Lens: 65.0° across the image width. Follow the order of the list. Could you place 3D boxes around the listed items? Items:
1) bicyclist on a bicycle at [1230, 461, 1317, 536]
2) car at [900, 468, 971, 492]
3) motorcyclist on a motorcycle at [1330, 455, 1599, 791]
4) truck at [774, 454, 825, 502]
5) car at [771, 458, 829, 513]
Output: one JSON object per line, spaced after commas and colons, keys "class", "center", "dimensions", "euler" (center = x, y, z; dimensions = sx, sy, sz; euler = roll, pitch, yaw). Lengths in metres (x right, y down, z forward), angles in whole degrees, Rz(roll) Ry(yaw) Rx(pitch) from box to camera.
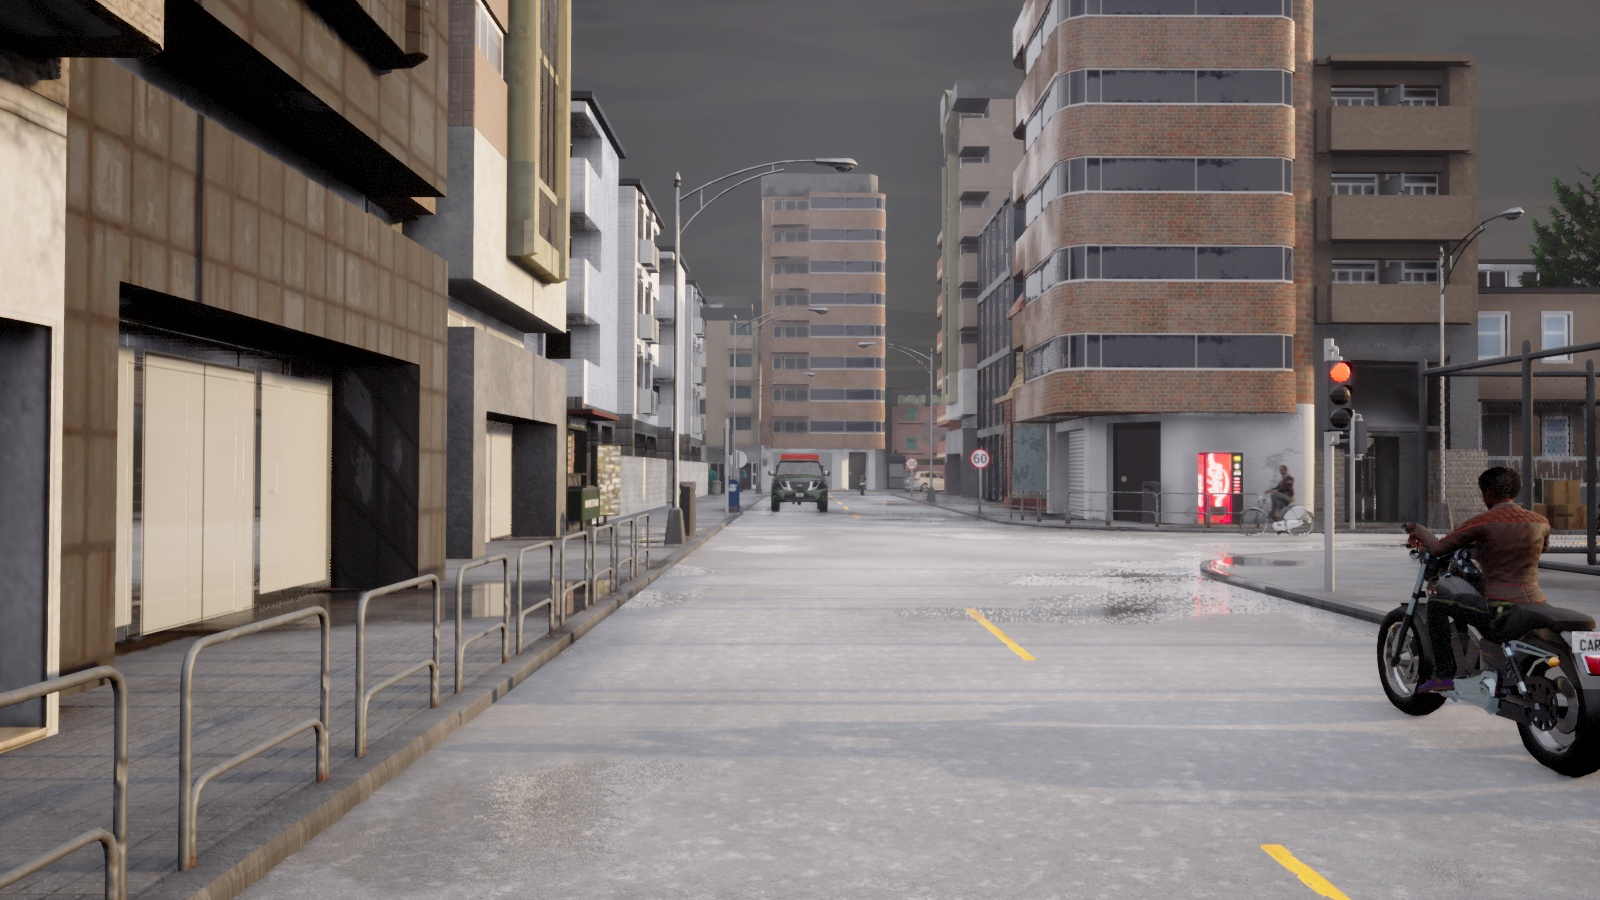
{"class": "bicyclist on a bicycle", "center": [11.362, 1.145, 30.177], "dimensions": [1.843, 1.776, 0.659], "euler": [0, -1, -3]}
{"class": "car", "center": [9.824, 2.147, 91.152], "dimensions": [4.611, 1.667, 2.242], "euler": [0, -1, -27]}
{"class": "motorcyclist on a motorcycle", "center": [3.999, 0.872, 7.367], "dimensions": [0.766, 1.649, 2.350], "euler": [0, -1, 0]}
{"class": "truck", "center": [-0.009, 1.455, 67.609], "dimensions": [2.627, 2.467, 5.204], "euler": [0, -1, 0]}
{"class": "car", "center": [-0.029, 1.368, 49.796], "dimensions": [2.150, 2.045, 5.566], "euler": [0, -1, -1]}
